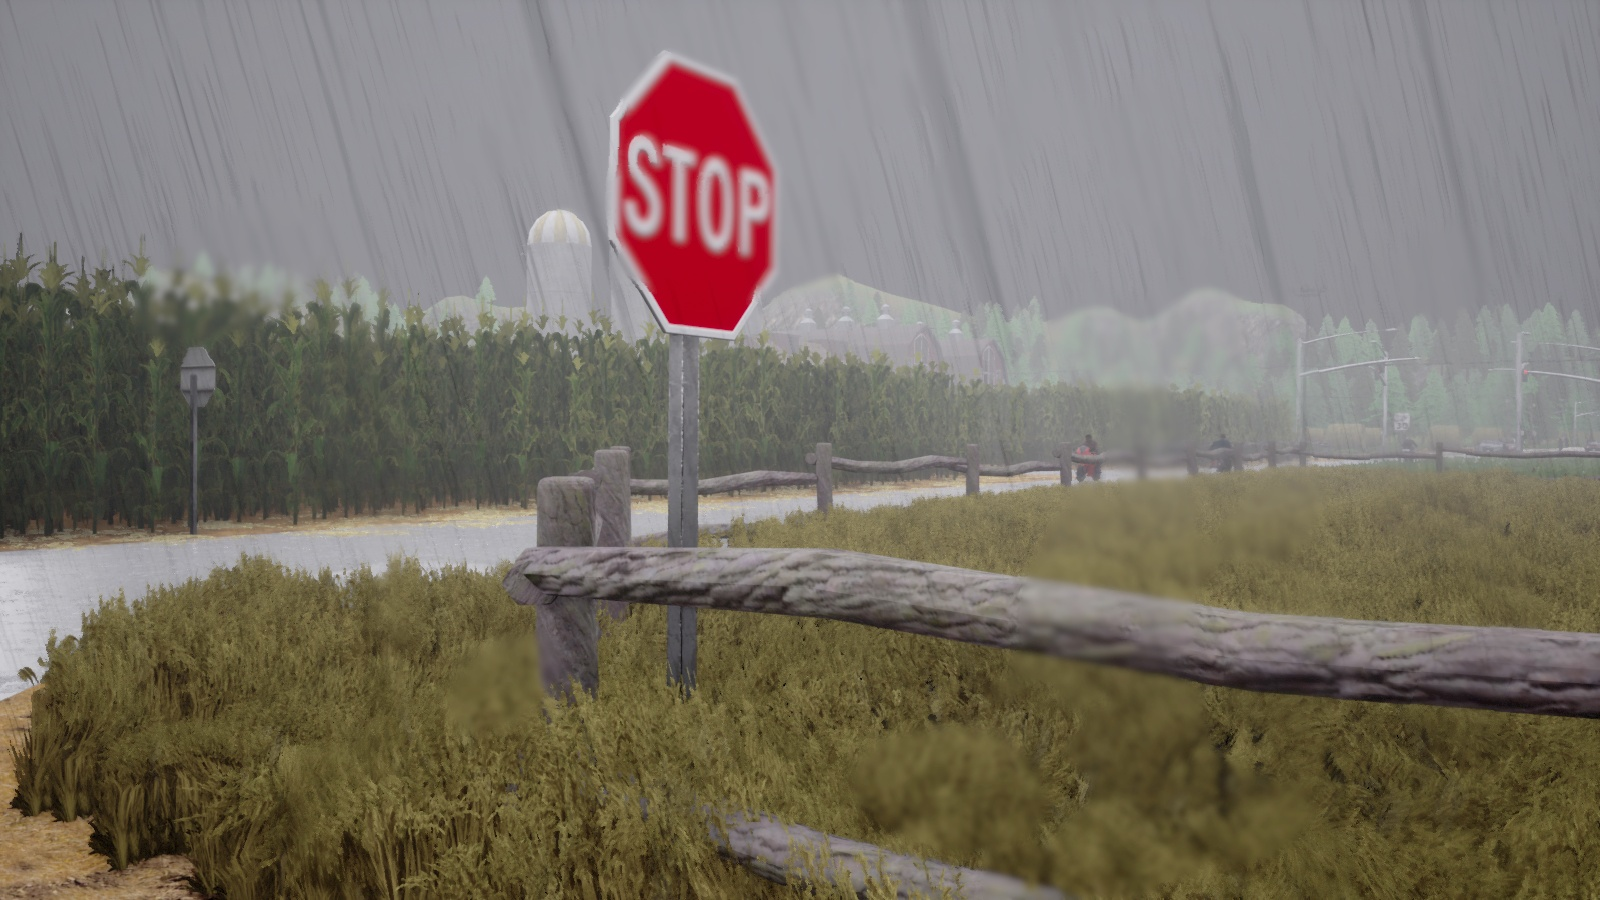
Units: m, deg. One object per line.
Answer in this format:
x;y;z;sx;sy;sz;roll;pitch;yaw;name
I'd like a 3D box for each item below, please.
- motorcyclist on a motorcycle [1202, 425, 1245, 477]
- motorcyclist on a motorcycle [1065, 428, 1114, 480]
13.429;0.020;39.772;0.866;1.590;1.817;0;1;33;motorcyclist on a motorcycle
8.880;0.107;38.510;0.797;1.523;2.044;0;1;33;motorcyclist on a motorcycle
